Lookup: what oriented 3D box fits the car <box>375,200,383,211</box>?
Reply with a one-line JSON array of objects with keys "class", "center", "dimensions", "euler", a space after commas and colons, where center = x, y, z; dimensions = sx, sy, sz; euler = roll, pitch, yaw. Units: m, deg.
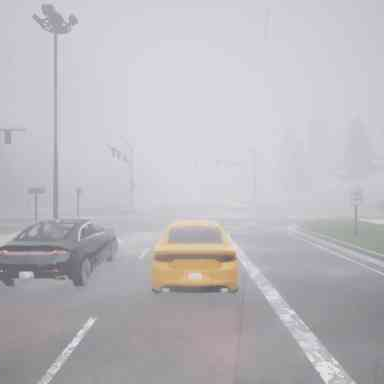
[{"class": "car", "center": [24.686, 1.231, 39.105], "dimensions": [5.566, 2.045, 2.150], "euler": [0, 0, -1]}]

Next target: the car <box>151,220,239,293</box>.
[{"class": "car", "center": [0.073, 1.480, 8.923], "dimensions": [1.882, 1.535, 5.008], "euler": [0, 0, 0]}]

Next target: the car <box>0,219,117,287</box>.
[{"class": "car", "center": [-3.421, 1.495, 9.290], "dimensions": [2.128, 1.511, 4.902], "euler": [0, 0, 0]}]
